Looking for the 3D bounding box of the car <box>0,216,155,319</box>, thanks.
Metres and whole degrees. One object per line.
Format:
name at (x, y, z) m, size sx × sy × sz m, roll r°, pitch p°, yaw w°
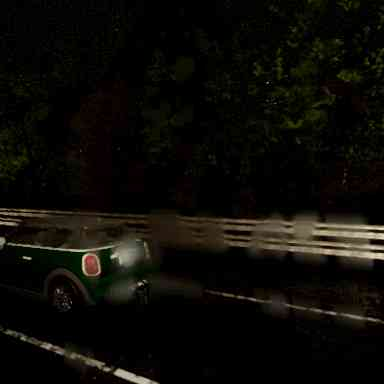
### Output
car at (-3.114, 1.329, 7.502) m, size 4.553 × 1.767 × 2.097 m, roll 0°, pitch 0°, yaw 31°
